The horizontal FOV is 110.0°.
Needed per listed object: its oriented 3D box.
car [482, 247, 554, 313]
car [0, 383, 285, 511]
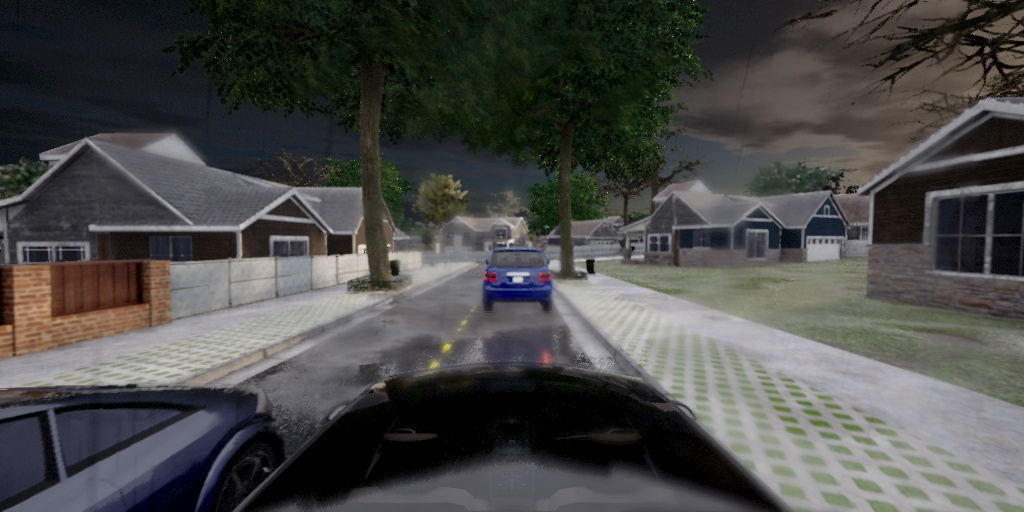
[{"bbox_3d":[0.206,0.698,12.760,2.150,2.045,5.566,0,1,1],"label":"car"},{"bbox_3d":[-2.758,1.328,1.050,1.994,1.385,4.181,0,1,1],"label":"car"}]
